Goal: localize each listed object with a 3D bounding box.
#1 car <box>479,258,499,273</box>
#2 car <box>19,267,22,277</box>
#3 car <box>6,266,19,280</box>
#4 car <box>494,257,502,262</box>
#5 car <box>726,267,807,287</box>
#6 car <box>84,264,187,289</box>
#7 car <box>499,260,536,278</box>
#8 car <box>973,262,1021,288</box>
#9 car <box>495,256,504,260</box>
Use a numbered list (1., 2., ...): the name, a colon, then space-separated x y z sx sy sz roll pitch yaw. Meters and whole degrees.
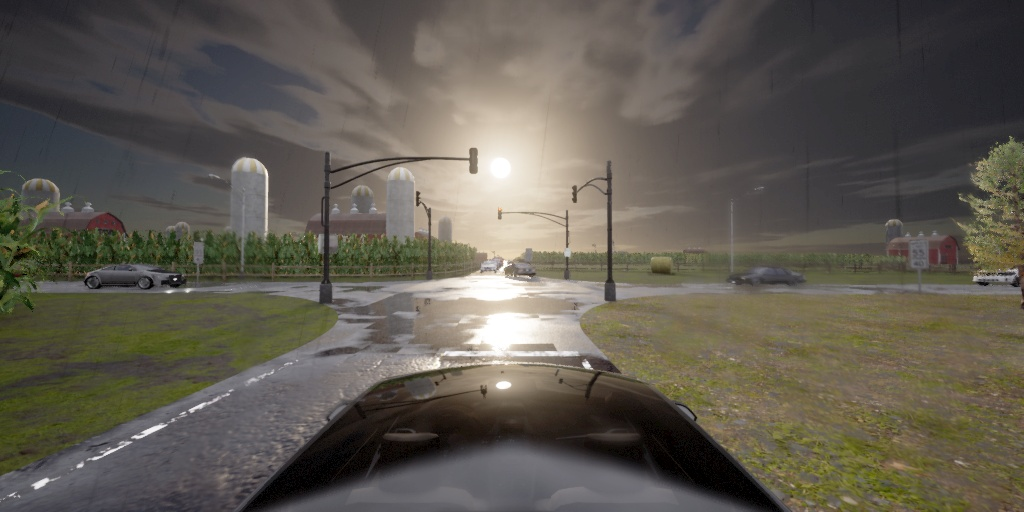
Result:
1. car: -2.800 1.314 43.446 1.812 1.442 4.674 0 0 -1
2. car: -34.935 0.874 23.032 4.553 1.767 2.097 0 -1 -3
3. car: -30.817 1.076 19.547 4.718 1.301 1.895 0 -1 -3
4. car: -2.850 1.328 52.604 1.812 1.442 4.674 0 0 0
5. car: 18.685 1.525 26.366 5.357 1.411 2.033 1 -1 -8
6. car: -20.965 1.118 20.094 4.181 1.385 1.994 0 -1 -3
7. car: 0.676 1.327 34.240 2.033 1.411 5.357 0 0 -17
8. car: 39.457 1.396 27.878 5.566 2.045 2.150 1 -1 -4
9. car: -2.864 1.298 62.624 1.882 1.535 5.008 0 0 0
